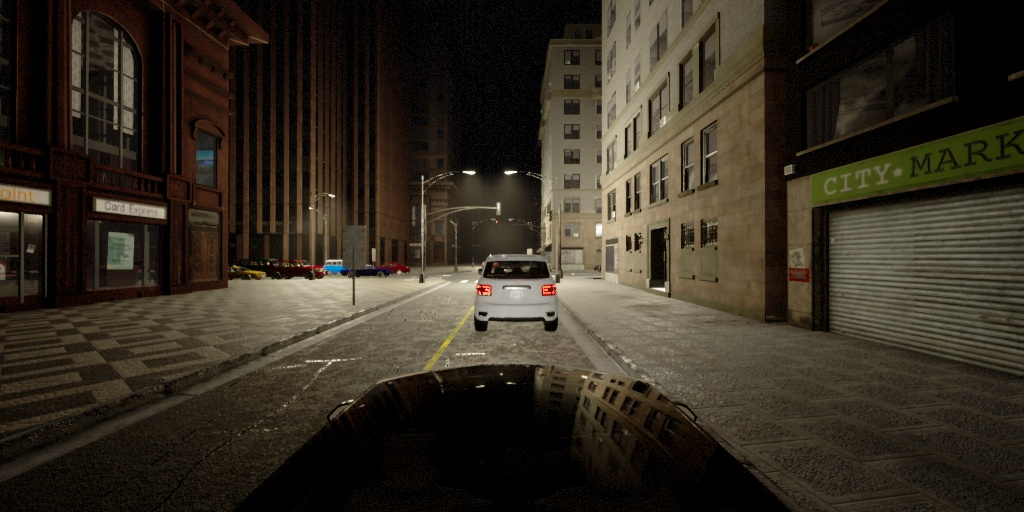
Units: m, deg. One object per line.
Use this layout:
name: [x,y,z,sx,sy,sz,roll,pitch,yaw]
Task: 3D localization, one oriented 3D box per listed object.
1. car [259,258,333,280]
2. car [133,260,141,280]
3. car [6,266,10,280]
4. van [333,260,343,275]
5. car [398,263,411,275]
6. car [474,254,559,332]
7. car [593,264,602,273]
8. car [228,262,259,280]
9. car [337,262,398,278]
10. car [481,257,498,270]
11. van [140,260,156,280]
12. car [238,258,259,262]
car: [-19.635,1.274,32.746,5.009,1.841,2.192,0,0,0]
car: [-34.480,1.373,35.377,5.566,2.045,2.150,-1,0,0]
car: [-47.756,1.850,32.835,4.403,1.370,2.007,0,0,0]
van: [-19.617,1.341,41.272,3.998,1.789,1.690,0,0,0]
car: [-13.993,1.477,41.254,4.507,1.381,1.888,0,0,0]
car: [0.096,0.974,11.067,2.150,2.045,5.566,0,0,0]
car: [11.169,1.123,38.408,4.892,1.490,1.837,0,-1,0]
car: [-25.089,1.552,32.763,4.829,1.417,1.751,0,0,0]
car: [-14.159,1.506,35.300,4.718,1.301,1.895,-1,0,0]
car: [-3.132,1.097,51.784,2.097,1.767,4.553,0,0,1]
van: [-30.883,1.436,32.782,3.998,1.789,1.690,0,0,0]
car: [-24.124,1.247,35.325,5.566,2.045,2.150,-1,0,-1]
